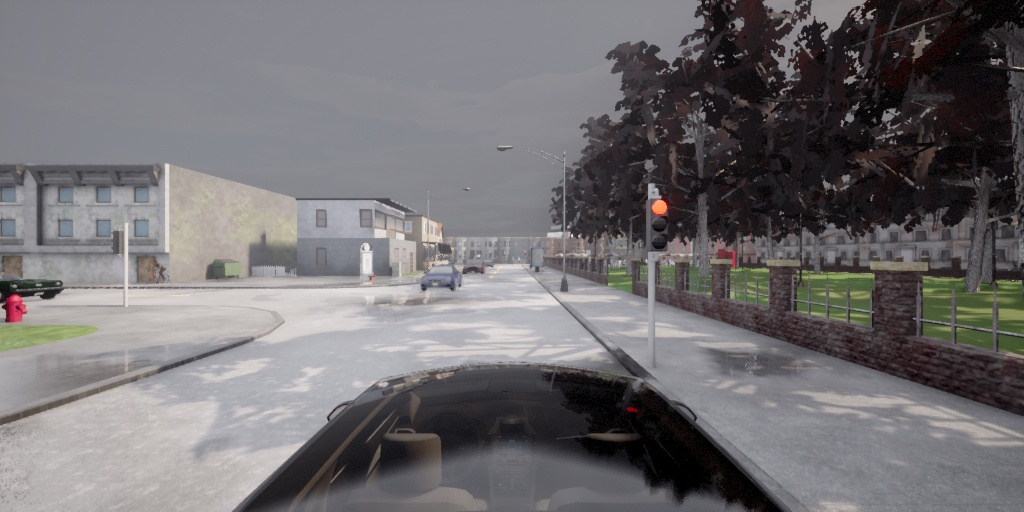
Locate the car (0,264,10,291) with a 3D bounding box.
[{"bbox_3d":[-31.846,1.241,19.952,4.902,1.511,2.128,0,0,0],"label":"car"}]

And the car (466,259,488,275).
[{"bbox_3d":[-4.115,1.103,39.822,2.097,1.767,4.553,0,0,0],"label":"car"}]

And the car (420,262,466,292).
[{"bbox_3d":[-4.109,1.275,21.491,1.812,1.442,4.674,0,0,0],"label":"car"}]

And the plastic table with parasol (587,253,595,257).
[{"bbox_3d":[14.644,0.673,63.252,2.482,2.480,2.482,0,0,-42],"label":"plastic table with parasol"}]

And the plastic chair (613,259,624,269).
[{"bbox_3d":[16.003,1.296,54.041,0.750,1.272,0.730,0,0,-40],"label":"plastic chair"}]

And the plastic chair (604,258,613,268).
[{"bbox_3d":[14.296,1.306,54.136,0.730,1.272,0.750,0,0,-35],"label":"plastic chair"}]

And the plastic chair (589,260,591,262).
[{"bbox_3d":[13.692,1.304,62.364,0.730,1.272,0.750,0,0,-35],"label":"plastic chair"}]

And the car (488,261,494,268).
[{"bbox_3d":[-4.085,1.297,60.581,2.033,1.411,5.357,0,0,0],"label":"car"}]

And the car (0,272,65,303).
[{"bbox_3d":[-22.993,1.351,15.758,4.718,1.301,1.895,0,0,0],"label":"car"}]

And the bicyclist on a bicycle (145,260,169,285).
[{"bbox_3d":[-23.871,1.098,24.156,0.582,1.620,1.656,0,0,0],"label":"bicyclist on a bicycle"}]

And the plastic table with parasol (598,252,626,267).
[{"bbox_3d":[15.269,0.694,55.039,2.482,2.480,2.482,0,0,-40],"label":"plastic table with parasol"}]

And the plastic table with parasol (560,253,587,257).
[{"bbox_3d":[9.949,0.684,57.775,2.482,2.480,2.482,0,0,-40],"label":"plastic table with parasol"}]
